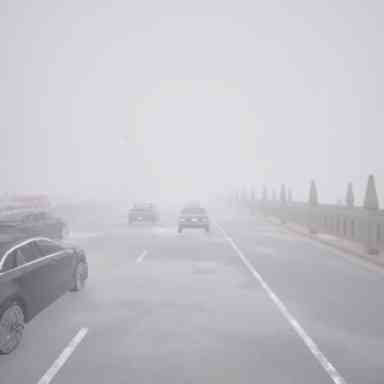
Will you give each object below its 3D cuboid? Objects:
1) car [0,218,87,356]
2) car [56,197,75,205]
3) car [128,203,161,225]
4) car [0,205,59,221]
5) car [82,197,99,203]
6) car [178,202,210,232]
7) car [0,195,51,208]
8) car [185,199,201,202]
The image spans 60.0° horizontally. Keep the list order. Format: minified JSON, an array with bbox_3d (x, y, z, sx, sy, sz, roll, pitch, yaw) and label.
[{"bbox_3d":[-3.399,1.493,6.016,2.128,1.511,4.902,0,0,0],"label":"car"},{"bbox_3d":[-20.989,1.612,55.332,1.837,1.490,4.892,0,0,0],"label":"car"},{"bbox_3d":[-3.395,1.511,24.163,2.128,1.511,4.902,0,0,0],"label":"car"},{"bbox_3d":[-6.897,1.512,14.132,1.837,1.490,4.892,0,0,0],"label":"car"},{"bbox_3d":[-17.488,1.575,57.383,1.837,1.490,4.892,0,0,0],"label":"car"},{"bbox_3d":[0.104,1.562,20.365,2.033,1.411,5.357,0,0,0],"label":"car"},{"bbox_3d":[-14.074,1.248,28.458,2.150,2.045,5.566,0,0,0],"label":"car"},{"bbox_3d":[0.109,1.575,41.904,1.812,1.442,4.674,0,0,0],"label":"car"}]
